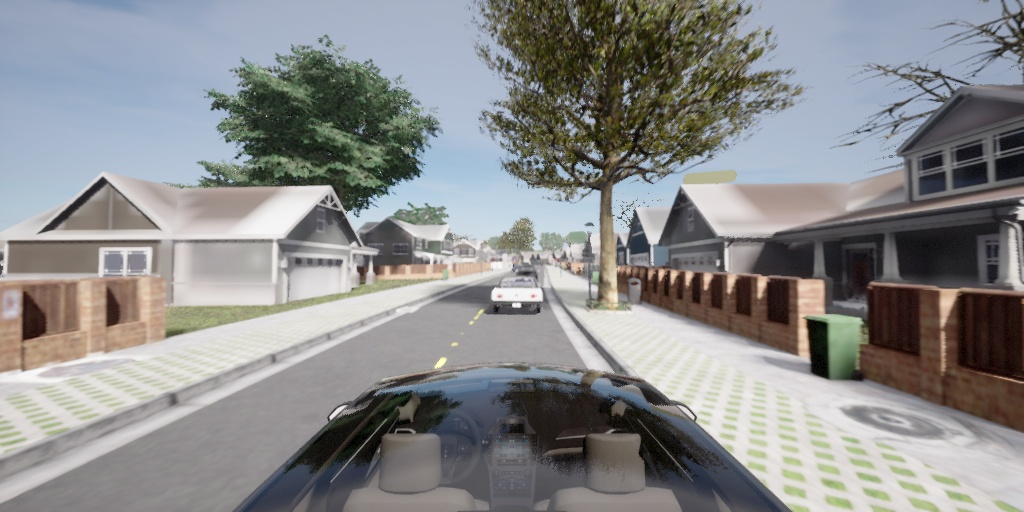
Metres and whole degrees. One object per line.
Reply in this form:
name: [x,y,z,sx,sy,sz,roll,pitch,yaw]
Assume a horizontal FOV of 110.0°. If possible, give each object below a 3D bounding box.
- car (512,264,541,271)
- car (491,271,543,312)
car: [1.307,1.562,30.174,1.837,1.490,4.892,0,0,5]
car: [0.284,1.490,15.039,1.895,1.301,4.718,0,-1,3]
